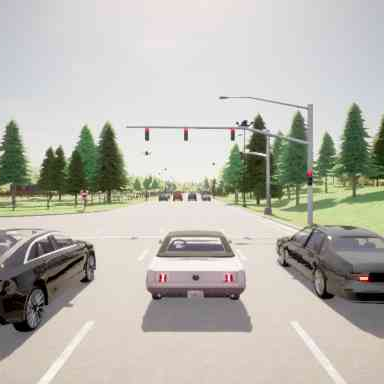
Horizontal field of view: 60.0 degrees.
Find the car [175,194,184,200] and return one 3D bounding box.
[{"bbox_3d":[-3.434,1.357,91.037,2.128,1.511,4.902,0,0,0],"label":"car"}]

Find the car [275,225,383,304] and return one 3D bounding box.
[{"bbox_3d":[3.586,1.547,8.369,2.033,1.411,5.357,0,0,0],"label":"car"}]

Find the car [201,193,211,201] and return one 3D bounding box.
[{"bbox_3d":[3.558,1.517,80.612,2.128,1.511,4.902,0,0,0],"label":"car"}]

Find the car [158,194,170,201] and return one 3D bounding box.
[{"bbox_3d":[-6.942,1.347,81.006,2.097,1.767,4.553,0,0,0],"label":"car"}]

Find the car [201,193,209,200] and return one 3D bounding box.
[{"bbox_3d":[3.566,1.187,91.002,2.097,1.767,4.553,0,0,0],"label":"car"}]

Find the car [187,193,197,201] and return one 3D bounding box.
[{"bbox_3d":[0.058,1.217,80.644,2.150,2.045,5.566,0,0,0],"label":"car"}]

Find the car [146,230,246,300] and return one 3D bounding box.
[{"bbox_3d":[0.085,1.601,8.343,1.895,1.301,4.718,0,0,0],"label":"car"}]

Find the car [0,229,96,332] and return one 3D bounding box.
[{"bbox_3d":[-3.425,1.492,6.805,2.128,1.511,4.902,0,0,0],"label":"car"}]

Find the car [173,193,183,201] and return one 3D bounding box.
[{"bbox_3d":[-3.442,1.217,80.647,2.150,2.045,5.566,0,0,0],"label":"car"}]

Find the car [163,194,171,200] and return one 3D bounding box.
[{"bbox_3d":[-6.934,1.332,91.039,1.837,1.490,4.892,0,0,0],"label":"car"}]
